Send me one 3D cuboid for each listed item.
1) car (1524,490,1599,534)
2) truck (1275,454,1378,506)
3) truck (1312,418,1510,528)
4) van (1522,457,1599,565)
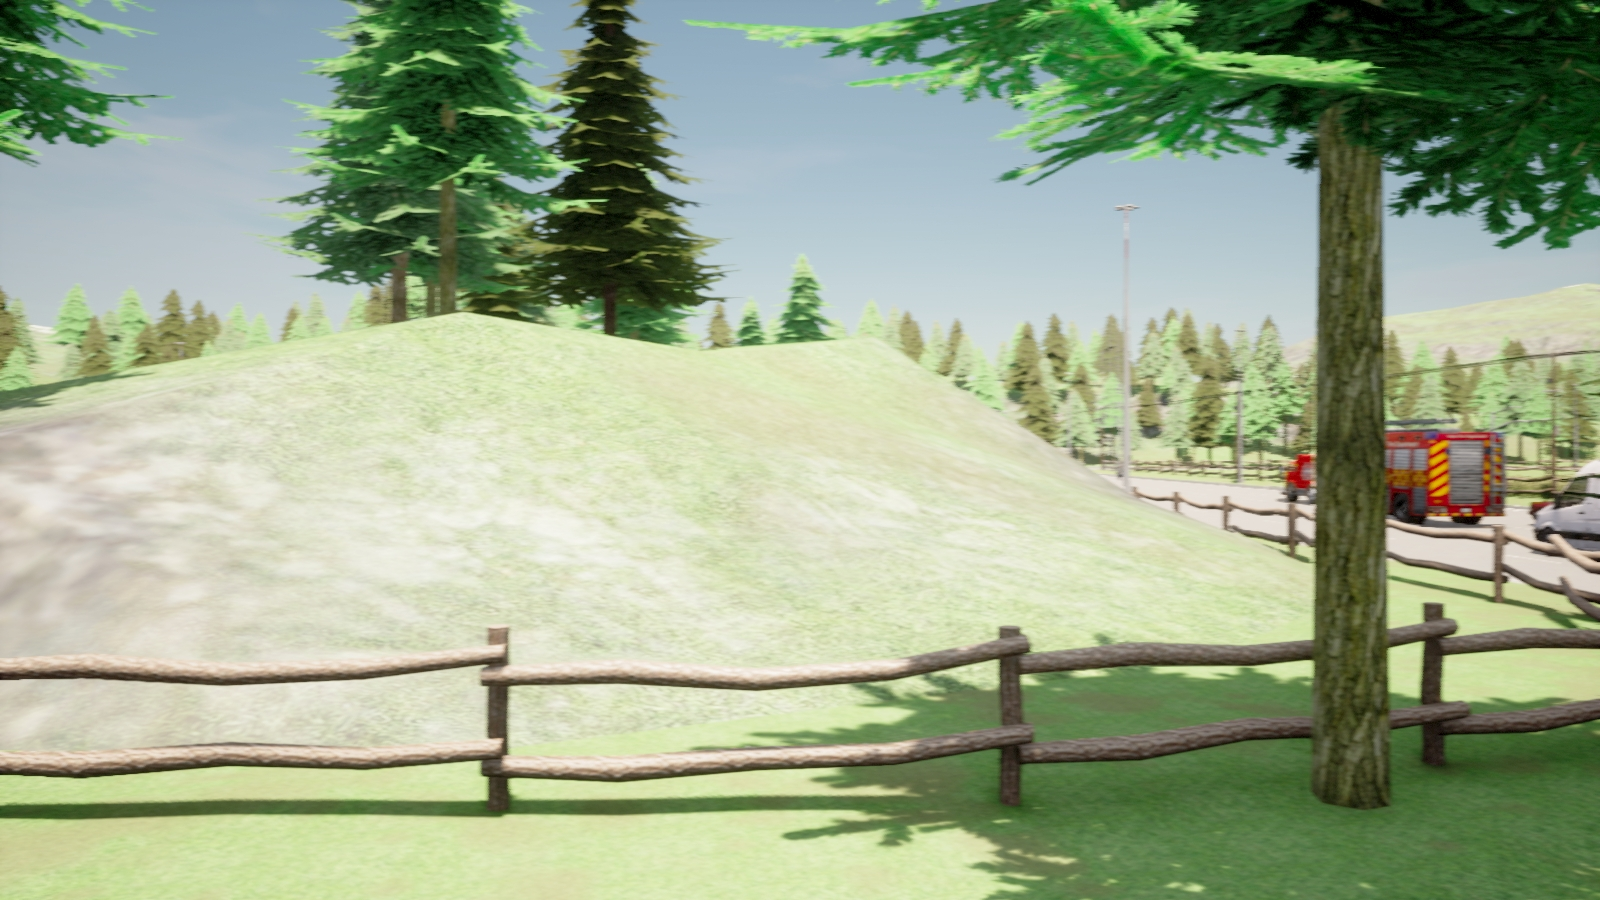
[{"bbox_3d":[26.850,2.069,38.462,1.895,1.301,4.718,0,0,-2],"label":"car"},{"bbox_3d":[26.214,1.455,57.168,2.627,2.467,5.204,0,0,-2],"label":"truck"},{"bbox_3d":[23.148,0.800,43.972,2.891,3.827,8.468,0,0,-2],"label":"truck"},{"bbox_3d":[20.191,1.472,27.297,1.988,2.561,5.915,0,0,-2],"label":"van"}]
